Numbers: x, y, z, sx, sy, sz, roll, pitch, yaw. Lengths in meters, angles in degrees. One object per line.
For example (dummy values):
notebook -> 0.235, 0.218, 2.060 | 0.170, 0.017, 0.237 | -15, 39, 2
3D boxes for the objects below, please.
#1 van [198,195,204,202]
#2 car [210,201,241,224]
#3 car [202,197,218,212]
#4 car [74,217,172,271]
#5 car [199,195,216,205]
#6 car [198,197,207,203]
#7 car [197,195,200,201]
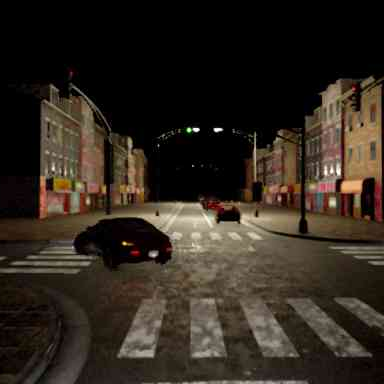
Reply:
van -> 2.453, 1.708, 90.236 | 1.690, 1.788, 3.998 | 0, 0, 0
car -> 2.594, 1.608, 24.986 | 1.887, 1.381, 4.507 | 1, 0, 0
car -> 2.558, 1.666, 41.297 | 1.887, 1.381, 4.507 | 0, 0, 0
car -> -2.387, 1.555, 11.137 | 1.812, 1.442, 4.674 | 2, -1, -35
car -> 2.548, 1.458, 46.736 | 2.192, 1.841, 5.009 | 0, 0, 0
car -> 2.475, 1.870, 79.359 | 1.947, 1.339, 4.313 | 0, 0, 0
car -> 2.499, 1.796, 68.484 | 2.008, 1.369, 4.403 | 0, 0, 0
